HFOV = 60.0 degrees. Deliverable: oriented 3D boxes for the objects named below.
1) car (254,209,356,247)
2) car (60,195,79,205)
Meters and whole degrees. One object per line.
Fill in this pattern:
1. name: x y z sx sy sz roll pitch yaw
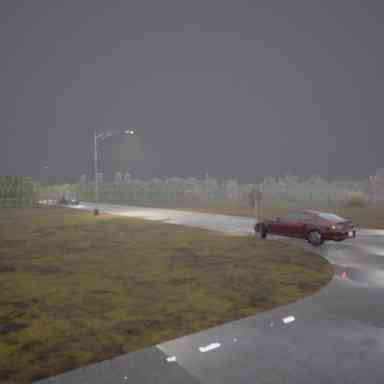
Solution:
1. car: 4.966 1.488 15.203 1.812 1.442 4.674 -1 1 -38
2. car: -18.521 1.171 50.052 2.128 1.511 4.902 -1 1 -35
